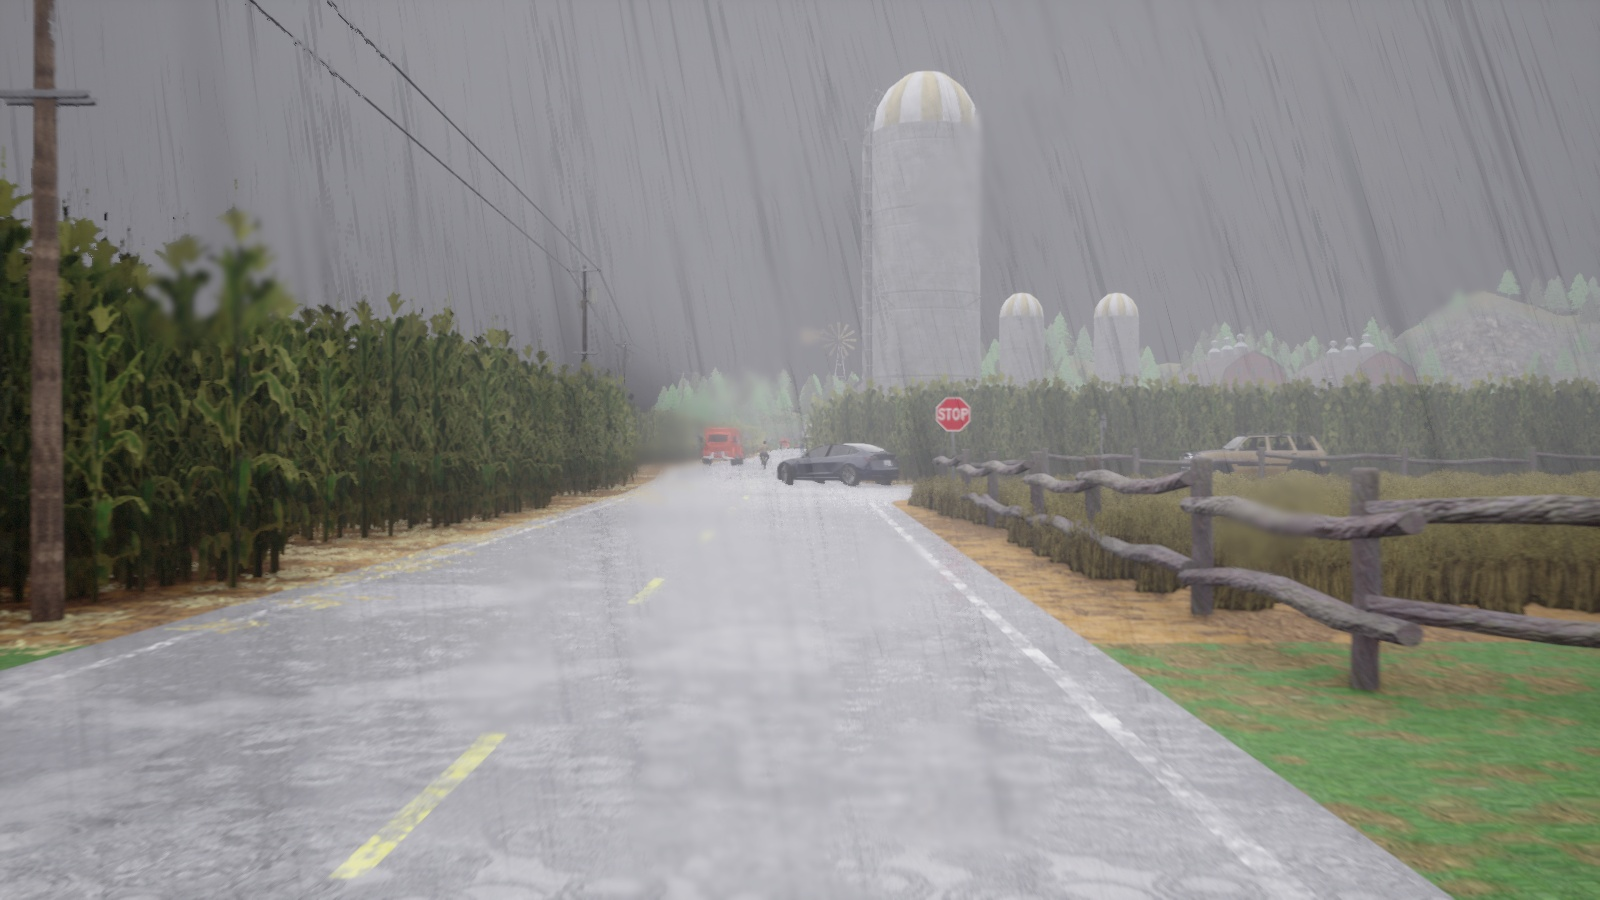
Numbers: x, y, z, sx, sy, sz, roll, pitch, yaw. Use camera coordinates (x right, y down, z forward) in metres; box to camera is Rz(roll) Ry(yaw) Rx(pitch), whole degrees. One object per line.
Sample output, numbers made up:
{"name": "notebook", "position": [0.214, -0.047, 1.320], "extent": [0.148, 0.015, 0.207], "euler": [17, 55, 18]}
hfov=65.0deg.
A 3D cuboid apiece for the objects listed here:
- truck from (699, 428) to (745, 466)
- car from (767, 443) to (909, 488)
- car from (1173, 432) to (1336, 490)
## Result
{"name": "truck", "position": [-5.254, -0.225, 85.328], "extent": [2.627, 2.467, 5.204], "euler": [0, 0, 3]}
{"name": "car", "position": [1.285, 0.500, 43.895], "extent": [4.792, 1.488, 2.163], "euler": [0, 1, 45]}
{"name": "car", "position": [14.725, 0.344, 40.825], "extent": [4.605, 1.855, 1.932], "euler": [0, 0, 0]}
